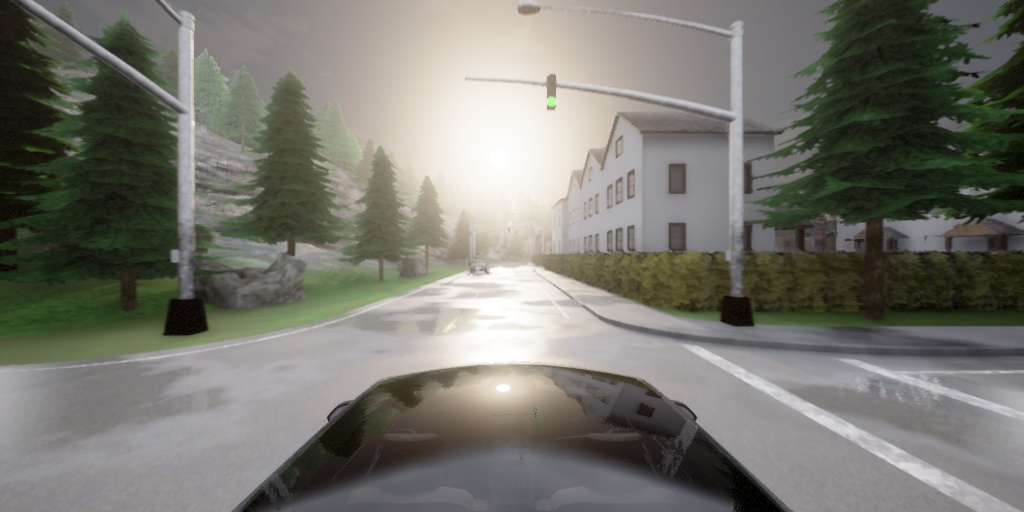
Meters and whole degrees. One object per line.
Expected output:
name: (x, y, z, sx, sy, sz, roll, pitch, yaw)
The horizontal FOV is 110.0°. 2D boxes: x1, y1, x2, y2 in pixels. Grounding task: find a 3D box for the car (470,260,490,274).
car: (-3.500, 1.166, 39.512, 2.128, 1.511, 4.902, 0, 0, 0)
